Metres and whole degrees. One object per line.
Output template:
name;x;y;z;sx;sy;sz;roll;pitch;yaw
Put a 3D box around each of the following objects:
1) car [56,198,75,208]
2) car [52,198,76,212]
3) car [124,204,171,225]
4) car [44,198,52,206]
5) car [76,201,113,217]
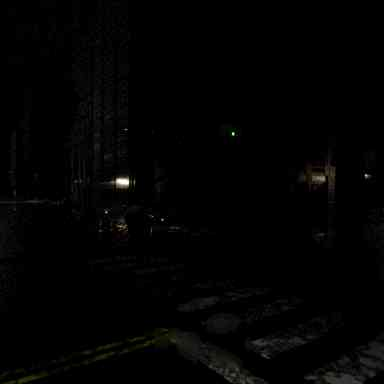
car;-20.676;1.790;54.255;1.812;1.442;4.674;1;-1;-35
car;-15.469;1.724;41.395;2.033;1.411;5.357;1;-1;-34
car;-3.386;1.607;24.331;1.812;1.442;4.674;1;-1;-37
car;-26.467;1.802;62.431;2.128;1.511;4.902;1;-1;-36
car;-9.327;1.619;32.701;2.128;1.511;4.902;1;-1;-35
